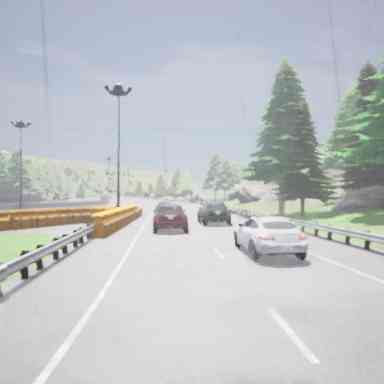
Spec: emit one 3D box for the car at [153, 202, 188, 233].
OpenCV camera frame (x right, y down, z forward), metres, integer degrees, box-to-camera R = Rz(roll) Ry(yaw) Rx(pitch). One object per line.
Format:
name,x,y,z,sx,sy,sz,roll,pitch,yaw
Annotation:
car,-1.420,1.537,21.384,2.097,1.767,4.553,0,-1,-5

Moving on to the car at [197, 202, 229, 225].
car,1.643,1.567,25.950,2.097,1.767,4.553,0,0,-6

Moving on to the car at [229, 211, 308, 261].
car,2.844,1.626,12.706,1.812,1.442,4.674,0,-1,-4

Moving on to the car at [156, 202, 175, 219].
car,-2.768,1.796,34.074,1.837,1.490,4.892,0,-1,-6
